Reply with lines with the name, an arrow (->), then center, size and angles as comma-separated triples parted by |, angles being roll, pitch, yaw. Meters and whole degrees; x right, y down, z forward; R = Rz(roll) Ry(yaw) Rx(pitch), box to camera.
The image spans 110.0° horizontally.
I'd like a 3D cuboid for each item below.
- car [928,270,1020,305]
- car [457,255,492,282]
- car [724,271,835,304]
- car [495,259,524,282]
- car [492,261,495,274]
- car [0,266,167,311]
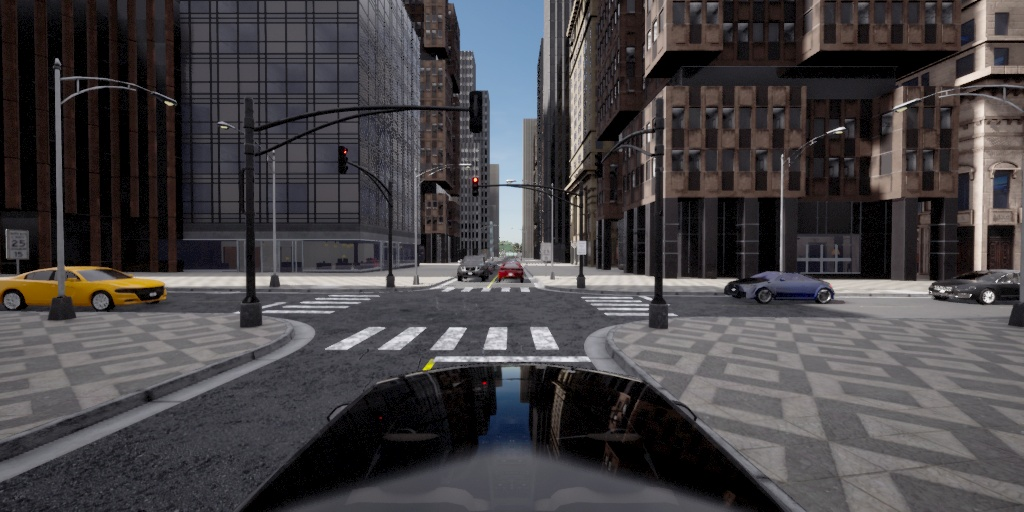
car -> 22.312, 1.405, 16.578 | 4.892, 1.490, 1.837 | 0, 1, 0
car -> -3.108, 0.957, 29.526 | 2.150, 2.045, 5.566 | 0, 0, 0
car -> 12.230, 1.389, 16.558 | 4.181, 1.385, 1.994 | 0, 1, 0
car -> -0.033, 1.213, 29.064 | 1.882, 1.535, 5.008 | 0, 0, 2
car -> -3.103, 1.290, 39.552 | 1.994, 1.385, 4.181 | 0, 0, 0
car -> -15.801, 1.130, 13.297 | 5.008, 1.535, 1.882 | 1, 1, 0
